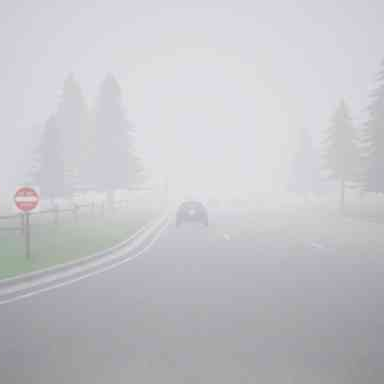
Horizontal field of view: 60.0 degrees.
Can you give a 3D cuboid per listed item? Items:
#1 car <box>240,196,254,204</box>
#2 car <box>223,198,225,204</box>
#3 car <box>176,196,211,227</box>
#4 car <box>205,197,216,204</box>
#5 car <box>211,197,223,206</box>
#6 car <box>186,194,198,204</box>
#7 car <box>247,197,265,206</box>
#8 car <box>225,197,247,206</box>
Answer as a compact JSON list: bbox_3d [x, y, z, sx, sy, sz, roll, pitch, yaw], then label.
[{"bbox_3d":[10.499,1.574,63.961,1.994,1.385,4.181,0,0,0],"label":"car"},{"bbox_3d":[6.999,1.573,63.961,1.994,1.385,4.181,0,0,0],"label":"car"},{"bbox_3d":[0.000,1.355,22.890,2.097,1.767,4.553,0,0,0],"label":"car"},{"bbox_3d":[3.499,1.609,63.991,1.895,1.301,4.718,0,0,0],"label":"car"},{"bbox_3d":[3.499,1.571,53.957,1.994,1.385,4.181,0,0,0],"label":"car"},{"bbox_3d":[-0.001,1.360,63.931,2.097,1.767,4.553,0,0,0],"label":"car"},{"bbox_3d":[10.499,1.533,53.957,1.812,1.442,4.674,0,0,0],"label":"car"},{"bbox_3d":[6.999,1.554,53.541,2.033,1.411,5.357,0,0,0],"label":"car"}]
